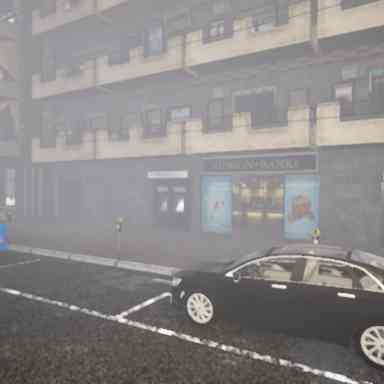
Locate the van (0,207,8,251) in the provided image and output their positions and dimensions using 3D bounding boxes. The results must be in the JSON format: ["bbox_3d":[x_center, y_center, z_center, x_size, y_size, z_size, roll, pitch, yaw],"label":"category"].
[{"bbox_3d":[-7.877,1.258,10.973,3.998,1.788,1.690,0,1,30],"label":"van"}]

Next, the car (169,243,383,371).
[{"bbox_3d":[1.675,1.528,5.428,4.403,1.369,2.008,0,0,30],"label":"car"}]
